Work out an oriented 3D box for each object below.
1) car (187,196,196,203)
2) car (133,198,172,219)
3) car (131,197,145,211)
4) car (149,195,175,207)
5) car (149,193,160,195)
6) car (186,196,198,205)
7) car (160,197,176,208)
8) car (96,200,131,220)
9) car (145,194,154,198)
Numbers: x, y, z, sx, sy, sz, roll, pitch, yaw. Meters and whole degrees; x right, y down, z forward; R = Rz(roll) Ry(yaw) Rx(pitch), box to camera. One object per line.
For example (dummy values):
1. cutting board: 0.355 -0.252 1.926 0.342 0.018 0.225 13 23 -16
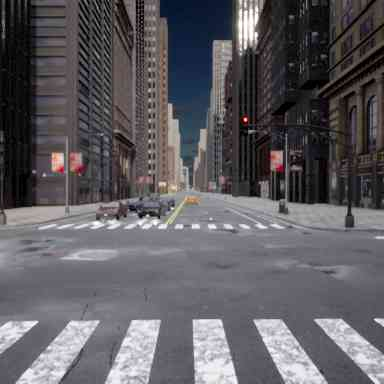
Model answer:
1. car: -0.063 1.499 69.999 1.895 1.301 4.718 0 0 0
2. car: -3.387 1.522 29.376 2.033 1.411 5.357 0 0 4
3. car: -6.681 1.566 37.047 1.895 1.301 4.718 0 0 0
4. car: -3.432 1.454 39.115 2.128 1.511 4.902 0 0 0
5. car: -6.688 1.153 57.736 2.150 2.045 5.566 0 0 1
6. car: -0.034 1.410 57.237 1.882 1.535 5.008 0 0 0
7. car: -3.462 1.495 49.667 2.033 1.411 5.357 0 0 0
8. car: -6.659 1.502 27.939 1.812 1.442 4.674 0 0 0
9. car: -6.703 1.456 47.287 1.837 1.490 4.892 0 0 0
